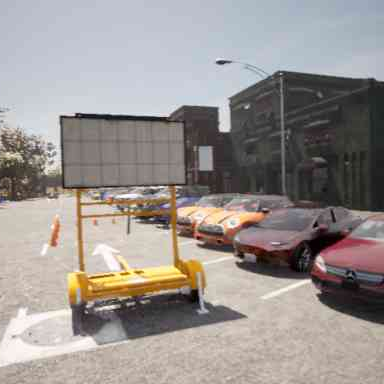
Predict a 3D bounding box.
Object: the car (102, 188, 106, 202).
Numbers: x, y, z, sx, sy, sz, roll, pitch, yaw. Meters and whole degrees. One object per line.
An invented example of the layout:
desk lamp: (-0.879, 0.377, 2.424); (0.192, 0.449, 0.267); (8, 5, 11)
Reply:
car: (-7.270, 0.569, 37.804); (4.553, 1.767, 2.185); (-2, 1, -40)

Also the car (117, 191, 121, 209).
car: (-3.063, 0.880, 26.551); (4.792, 1.488, 2.163); (-2, 2, -40)

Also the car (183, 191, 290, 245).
car: (2.233, 0.936, 12.525); (4.553, 1.767, 2.185); (-2, 2, -40)

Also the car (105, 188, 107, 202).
car: (-6.221, 0.607, 34.992); (4.553, 1.767, 2.185); (-2, 1, -40)

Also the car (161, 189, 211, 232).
car: (1.182, 0.892, 15.336); (4.553, 1.767, 2.185); (-2, 2, -40)

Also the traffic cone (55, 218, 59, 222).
traffic cone: (-6.672, 1.695, 16.355); (0.340, 0.580, 0.340); (-2, 2, -21)

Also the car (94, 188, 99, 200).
car: (-10.406, 0.585, 46.262); (5.008, 1.535, 2.097); (-2, 1, -41)

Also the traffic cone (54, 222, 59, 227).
traffic cone: (-5.968, 1.723, 14.483); (0.340, 0.580, 0.340); (-2, 2, -21)

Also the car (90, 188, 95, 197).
car: (-13.712, 0.481, 54.574); (5.366, 1.575, 1.946); (-2, 2, -41)

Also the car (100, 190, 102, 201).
car: (-8.288, 0.697, 40.637); (4.674, 1.452, 2.002); (-2, 2, -40)

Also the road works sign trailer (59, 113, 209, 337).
road works sign trailer: (-1.284, 0.304, 6.604); (2.380, 3.560, 2.880); (-2, 2, -21)

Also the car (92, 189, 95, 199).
car: (-12.504, 0.554, 51.886); (4.674, 1.452, 2.002); (-2, 2, -41)

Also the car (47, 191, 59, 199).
car: (-28.577, 0.616, 68.429); (2.128, 1.511, 4.902); (-2, 1, -17)

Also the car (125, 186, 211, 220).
car: (-0.952, 0.681, 20.914); (5.566, 2.045, 2.435); (-2, 2, -41)

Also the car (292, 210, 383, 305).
car: (4.319, 1.193, 6.891); (4.674, 1.452, 2.002); (-2, 2, -41)

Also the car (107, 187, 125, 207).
car: (-4.114, 0.558, 29.358); (5.566, 2.045, 2.435); (-2, 2, -40)

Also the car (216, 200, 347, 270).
car: (3.240, 1.137, 9.680); (4.792, 1.488, 2.163); (-2, 2, -40)

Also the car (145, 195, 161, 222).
car: (0.104, 1.015, 18.135); (4.674, 1.452, 2.002); (-2, 1, -40)

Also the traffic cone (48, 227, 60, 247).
traffic cone: (-5.265, 1.752, 12.611); (0.340, 0.580, 0.340); (-2, 2, -21)

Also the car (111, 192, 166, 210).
car: (-5.157, 0.800, 32.174); (4.792, 1.488, 2.163); (-2, 2, -40)

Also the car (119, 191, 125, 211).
car: (-2.131, 0.892, 23.634); (5.366, 1.575, 1.946); (-2, 2, -40)

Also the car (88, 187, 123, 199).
car: (-15.688, 0.156, 60.337); (5.566, 2.045, 2.435); (-2, 1, -41)

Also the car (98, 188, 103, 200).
car: (-9.317, 0.494, 43.462); (4.553, 1.767, 2.185); (-2, 2, -41)

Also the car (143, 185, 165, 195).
car: (-9.189, -0.507, 79.861); (2.435, 2.045, 5.566); (-3, 3, -42)
